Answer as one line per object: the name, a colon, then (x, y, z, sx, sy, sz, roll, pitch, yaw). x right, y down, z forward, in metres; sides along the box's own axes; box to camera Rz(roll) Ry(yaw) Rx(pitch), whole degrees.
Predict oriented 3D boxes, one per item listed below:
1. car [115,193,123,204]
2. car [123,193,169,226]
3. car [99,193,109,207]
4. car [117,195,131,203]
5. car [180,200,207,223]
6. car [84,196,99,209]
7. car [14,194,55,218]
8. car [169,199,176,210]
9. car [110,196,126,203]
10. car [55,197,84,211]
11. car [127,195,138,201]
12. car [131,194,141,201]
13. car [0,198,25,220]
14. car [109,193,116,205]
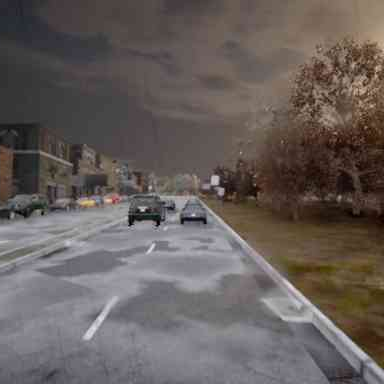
car: (-15.219, 1.256, 63.360, 2.435, 2.045, 5.566, 0, 0, 0)
car: (-3.150, 1.250, 23.874, 2.150, 2.045, 5.566, 0, 0, 0)
car: (-15.171, 1.367, 52.369, 2.185, 1.767, 4.553, 0, 0, 0)
car: (-15.268, 1.524, 74.569, 2.231, 1.521, 4.892, 0, 0, 0)
car: (0.099, 1.594, 25.514, 1.994, 1.385, 4.181, 0, 0, 0)
car: (-15.146, 1.482, 46.627, 1.946, 1.575, 5.366, 0, 0, 0)
car: (-15.074, 1.211, 30.335, 2.435, 2.045, 5.566, 0, 0, 0)
car: (-3.150, 1.614, 42.755, 1.994, 1.385, 4.181, 0, 0, 0)
car: (-15.246, 1.517, 69.043, 2.231, 1.521, 4.892, 0, 0, 0)
car: (-15.171, 1.476, 39.755, 2.231, 1.521, 4.892, 0, 0, 0)
car: (-15.317, 1.535, 85.427, 1.946, 1.575, 5.366, 0, 0, 0)
car: (-15.340, 1.421, 91.170, 2.185, 1.767, 4.553, 0, 0, 0)
car: (-15.049, 1.456, 24.844, 2.231, 1.521, 4.892, 0, 0, 0)
car: (-15.194, 1.497, 57.677, 1.946, 1.575, 5.366, 0, 0, 0)
